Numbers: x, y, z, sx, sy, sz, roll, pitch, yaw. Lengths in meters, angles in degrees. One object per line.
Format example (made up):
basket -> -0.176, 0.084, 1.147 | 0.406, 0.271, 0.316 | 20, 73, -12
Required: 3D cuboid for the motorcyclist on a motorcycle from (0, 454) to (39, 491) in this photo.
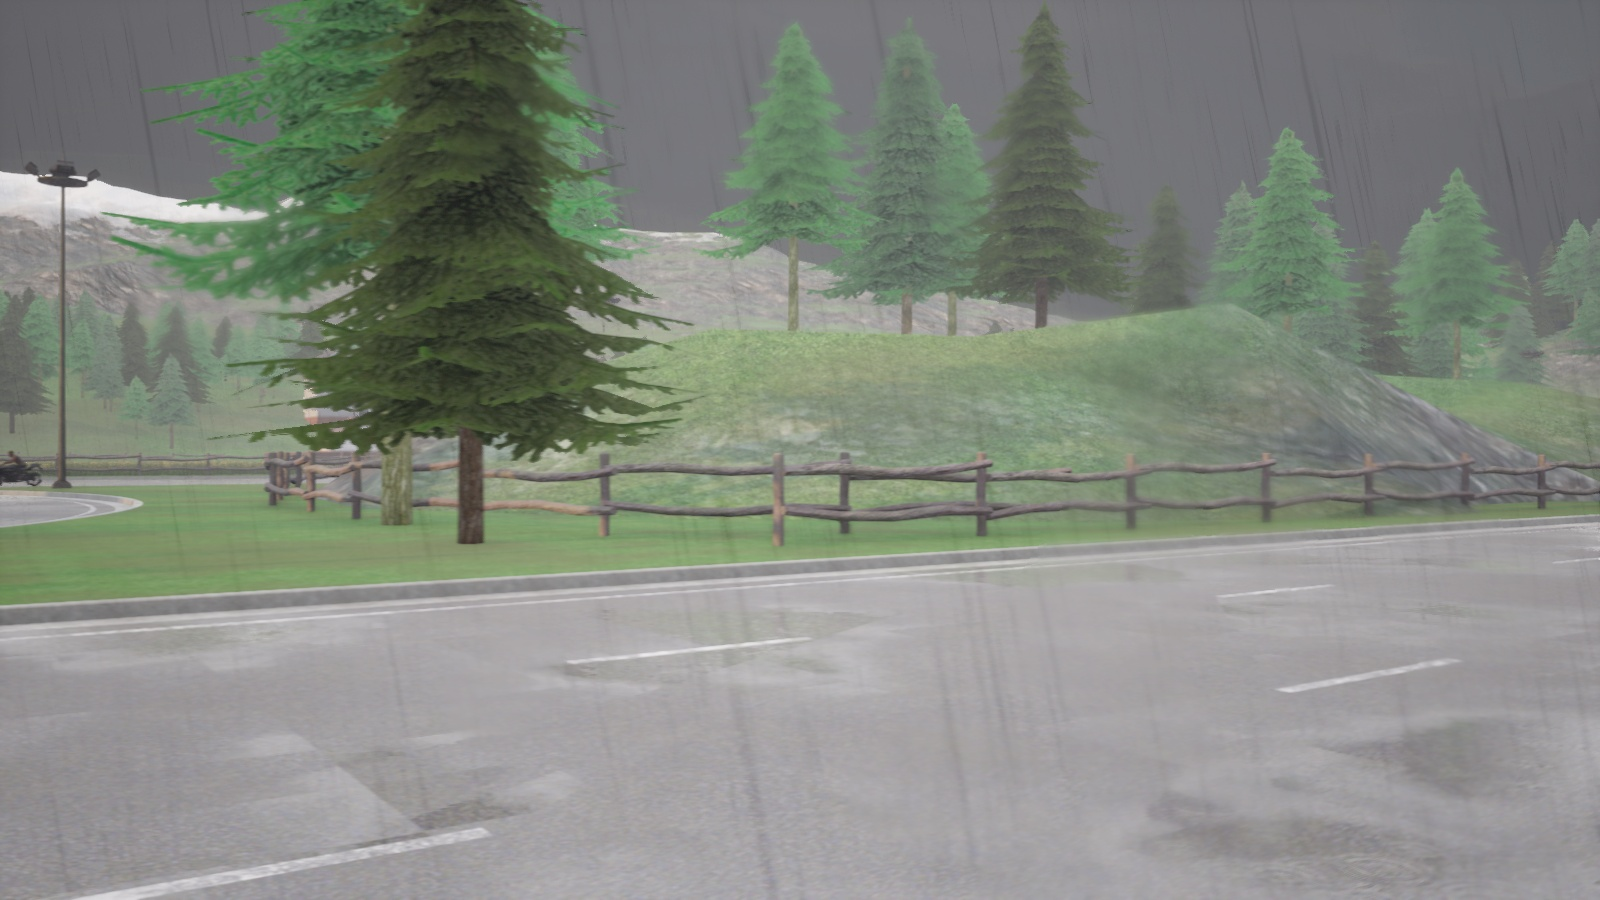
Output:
motorcyclist on a motorcycle -> -33.120, 0.926, 52.640 | 2.044, 1.523, 0.797 | 0, 0, -35
